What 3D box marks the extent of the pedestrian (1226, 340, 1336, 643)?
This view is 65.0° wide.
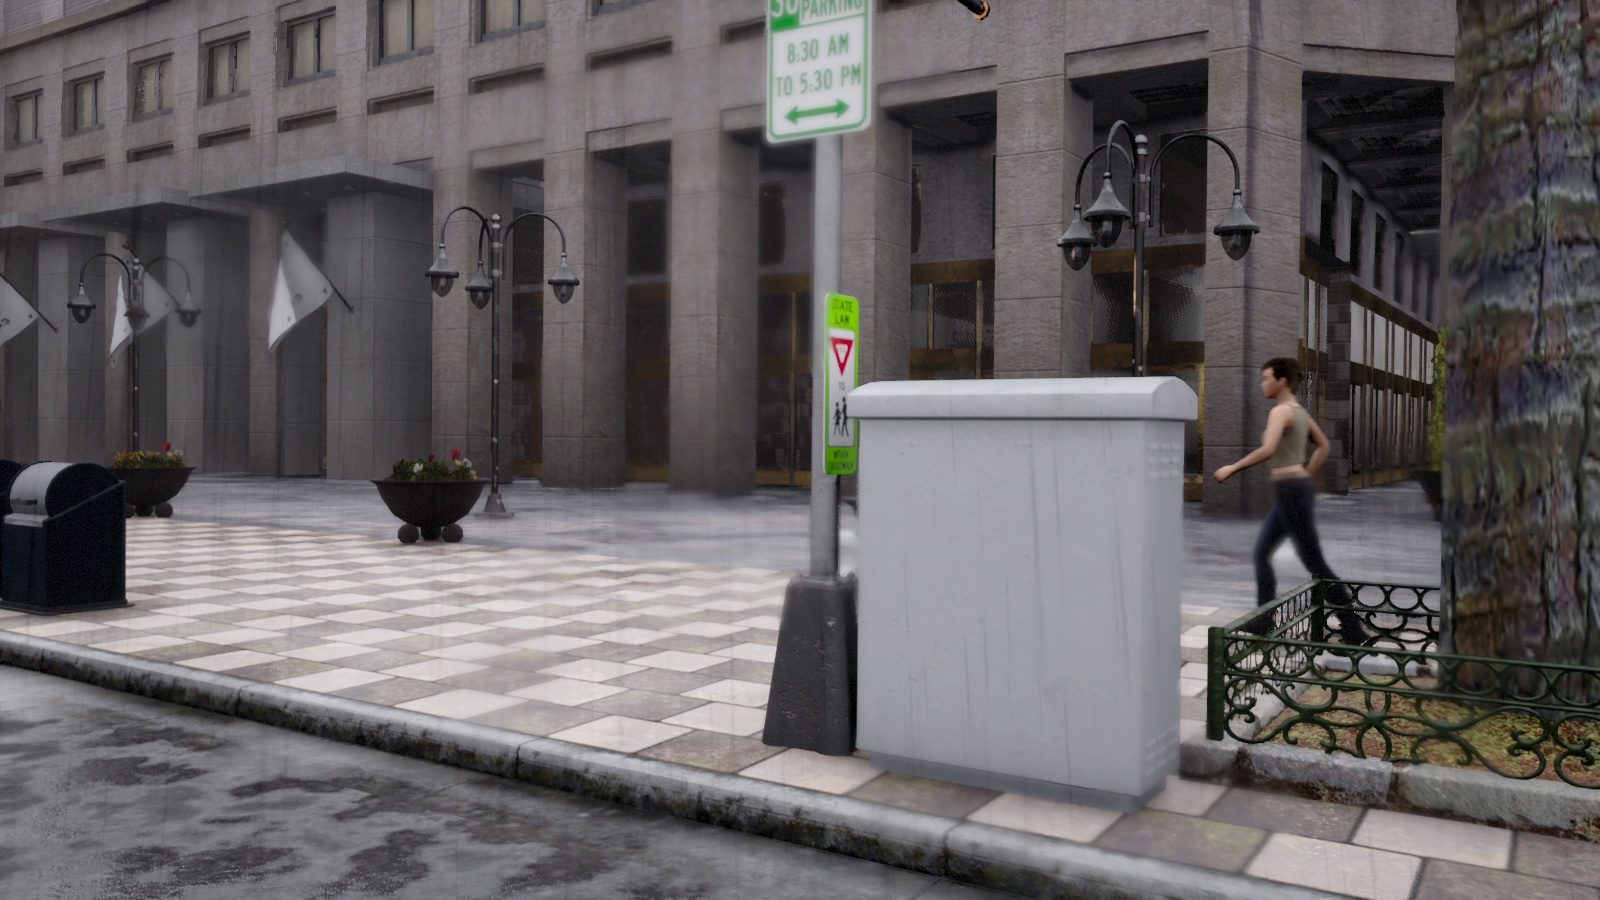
[{"bbox_3d":[3.028,0.252,7.906,0.594,1.836,0.345,0,1,29],"label":"pedestrian"}]
